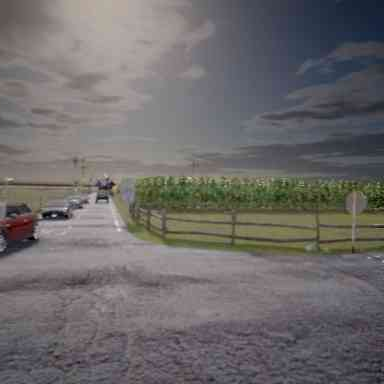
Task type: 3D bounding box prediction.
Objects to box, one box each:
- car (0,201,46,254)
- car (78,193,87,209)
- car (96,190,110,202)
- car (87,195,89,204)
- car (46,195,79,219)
[{"bbox_3d":[-7.455,1.160,12.387,2.097,1.767,4.553,1,0,-5],"label":"car"},{"bbox_3d":[-13.436,1.108,37.971,1.837,1.490,4.892,1,0,-15],"label":"car"},{"bbox_3d":[-15.494,0.706,57.639,2.150,2.045,5.566,1,0,-15],"label":"car"},{"bbox_3d":[-16.603,0.991,50.375,1.837,1.490,4.892,1,1,-14],"label":"car"},{"bbox_3d":[-10.324,1.256,25.942,2.033,1.411,5.357,1,0,-14],"label":"car"}]
